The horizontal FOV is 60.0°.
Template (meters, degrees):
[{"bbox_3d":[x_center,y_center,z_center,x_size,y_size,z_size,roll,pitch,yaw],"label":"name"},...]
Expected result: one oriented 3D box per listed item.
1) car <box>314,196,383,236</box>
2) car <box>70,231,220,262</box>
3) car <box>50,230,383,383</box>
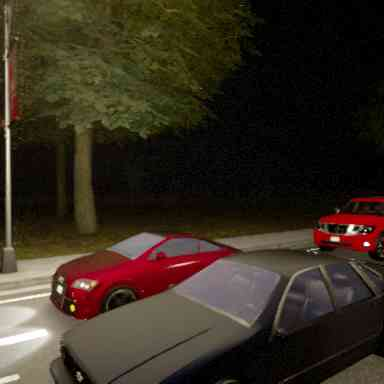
[{"bbox_3d":[6.993,1.201,12.601,5.566,2.045,2.150,0,0,-35],"label":"car"},{"bbox_3d":[-0.733,1.559,7.104,4.181,1.385,1.994,0,0,-35],"label":"car"},{"bbox_3d":[1.110,1.542,4.429,5.357,1.411,2.033,0,0,-35],"label":"car"}]
